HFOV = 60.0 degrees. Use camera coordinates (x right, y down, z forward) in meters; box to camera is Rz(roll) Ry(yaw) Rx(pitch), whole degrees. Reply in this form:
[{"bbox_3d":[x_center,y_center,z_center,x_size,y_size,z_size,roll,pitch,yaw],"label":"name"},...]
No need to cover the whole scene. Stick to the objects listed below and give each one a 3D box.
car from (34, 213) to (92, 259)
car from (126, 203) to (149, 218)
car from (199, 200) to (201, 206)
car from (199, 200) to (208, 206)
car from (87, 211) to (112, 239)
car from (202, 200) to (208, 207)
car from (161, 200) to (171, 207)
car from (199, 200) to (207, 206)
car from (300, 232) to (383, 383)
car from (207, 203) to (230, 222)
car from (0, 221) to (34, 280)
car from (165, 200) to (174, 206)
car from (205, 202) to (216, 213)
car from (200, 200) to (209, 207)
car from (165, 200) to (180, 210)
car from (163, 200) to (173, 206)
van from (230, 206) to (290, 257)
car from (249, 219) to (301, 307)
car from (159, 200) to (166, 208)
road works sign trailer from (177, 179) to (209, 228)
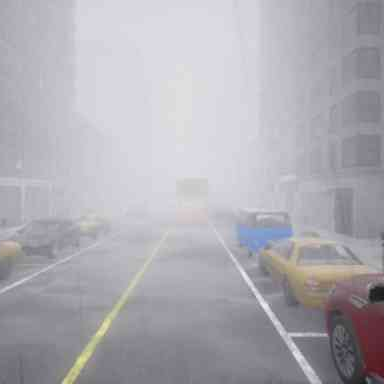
[{"bbox_3d":[-5.772,1.739,13.411,1.947,1.339,4.313,-1,-1,0],"label":"car"},{"bbox_3d":[-5.774,1.906,35.432,1.967,1.590,4.097,-1,-1,0],"label":"car"},{"bbox_3d":[2.752,2.489,68.458,1.947,1.339,4.313,-1,-1,0],"label":"car"},{"bbox_3d":[2.752,2.624,79.467,1.887,1.381,4.507,-1,-1,0],"label":"car"},{"bbox_3d":[-5.773,1.768,18.747,1.752,1.417,4.829,-1,-1,0],"label":"car"},{"bbox_3d":[2.750,2.057,46.441,1.967,1.590,4.097,-1,-1,0],"label":"car"},{"bbox_3d":[-5.773,2.567,73.963,1.947,1.339,4.313,-1,-1,0],"label":"car"},{"bbox_3d":[2.752,2.702,84.972,1.887,1.381,4.507,-1,-1,0],"label":"car"},{"bbox_3d":[2.749,1.347,2.406,2.192,1.841,5.009,-1,-1,0],"label":"car"},{"bbox_3d":[2.752,1.942,29.925,2.008,1.369,4.403,-1,-1,0],"label":"car"},{"bbox_3d":[-5.773,1.625,7.737,1.752,1.417,4.829,-1,-1,0],"label":"car"},{"bbox_3d":[-5.773,2.702,84.972,1.887,1.381,4.507,-1,-1,0],"label":"car"},{"bbox_3d":[2.752,2.011,35.430,1.887,1.381,4.507,-1,-1,0],"label":"car"},{"bbox_3d":[2.752,2.546,73.962,1.887,1.381,4.507,-1,-1,0],"label":"car"},{"bbox_3d":[-3.053,2.335,57.654,1.994,1.385,4.181,0,-1,0],"label":"car"},{"bbox_3d":[-5.773,2.630,79.467,2.008,1.369,4.403,-1,-1,0],"label":"car"},{"bbox_3d":[2.750,1.514,13.414,1.690,1.788,3.998,-1,-1,0],"label":"van"},{"bbox_3d":[2.752,1.630,8.078,1.752,1.417,4.829,-1,-1,0],"label":"car"},{"bbox_3d":[-5.775,2.364,68.459,1.967,1.590,4.097,-1,-1,0],"label":"car"},{"bbox_3d":[0.024,0.790,25.043,2.380,3.560,2.880,0,-1,-3],"label":"road works sign trailer"}]
